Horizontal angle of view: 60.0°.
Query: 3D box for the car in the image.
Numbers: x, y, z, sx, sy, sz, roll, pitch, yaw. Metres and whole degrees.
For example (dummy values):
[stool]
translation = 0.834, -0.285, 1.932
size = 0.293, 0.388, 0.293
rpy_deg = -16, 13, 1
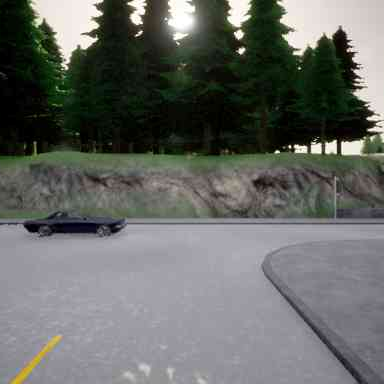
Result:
[car]
translation = -5.808, 1.601, 17.051
size = 4.718, 1.301, 1.895
rpy_deg = 0, 0, 0
